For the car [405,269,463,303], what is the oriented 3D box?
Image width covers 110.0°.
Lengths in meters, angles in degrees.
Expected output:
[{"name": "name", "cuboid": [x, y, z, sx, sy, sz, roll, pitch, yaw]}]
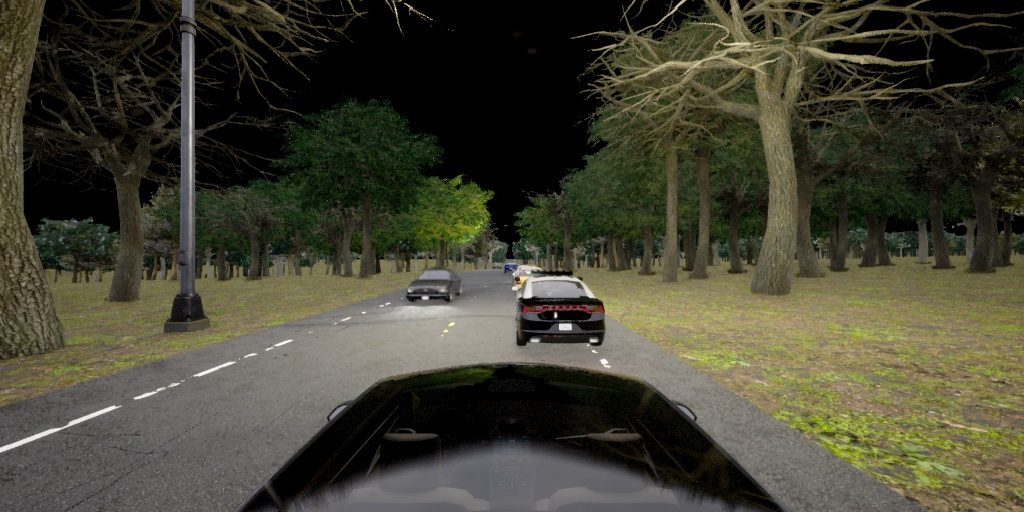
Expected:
[{"name": "car", "cuboid": [-3.530, 1.335, 17.254, 2.033, 1.411, 5.357, 0, 0, 0]}]

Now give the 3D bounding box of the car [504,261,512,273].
[{"name": "car", "cuboid": [-0.066, 1.508, 48.892, 1.882, 1.535, 5.008, 0, -1, 0]}]

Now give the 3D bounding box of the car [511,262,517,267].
[{"name": "car", "cuboid": [1.015, 1.255, 19.659, 1.801, 1.575, 5.366, 0, 0, 0]}]

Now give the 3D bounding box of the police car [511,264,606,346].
[{"name": "police car", "cuboid": [1.036, 1.185, 9.576, 1.930, 1.638, 5.238, 0, 0, 0]}]
